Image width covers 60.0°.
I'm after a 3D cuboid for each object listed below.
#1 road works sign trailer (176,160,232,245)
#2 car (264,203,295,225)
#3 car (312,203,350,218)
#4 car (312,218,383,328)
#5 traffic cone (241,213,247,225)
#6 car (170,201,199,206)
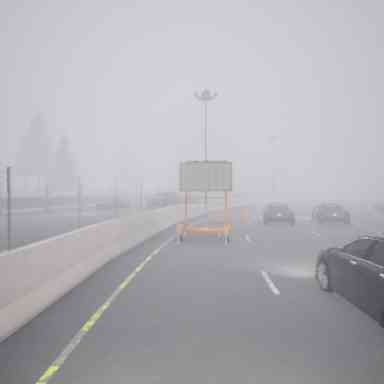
[{"bbox_3d":[0.652,0.374,15.128,2.380,3.560,2.880,0,0,10],"label":"road works sign trailer"},{"bbox_3d":[6.019,1.426,23.160,1.994,1.385,4.181,0,0,12],"label":"car"},{"bbox_3d":[9.599,1.426,23.224,1.994,1.385,4.181,0,0,13],"label":"car"},{"bbox_3d":[3.741,1.469,5.832,1.837,1.490,4.892,0,0,2],"label":"car"},{"bbox_3d":[3.370,1.826,21.757,0.340,0.580,0.340,0,0,10],"label":"traffic cone"},{"bbox_3d":[-0.554,1.336,38.496,1.994,1.385,4.181,0,0,20],"label":"car"}]
